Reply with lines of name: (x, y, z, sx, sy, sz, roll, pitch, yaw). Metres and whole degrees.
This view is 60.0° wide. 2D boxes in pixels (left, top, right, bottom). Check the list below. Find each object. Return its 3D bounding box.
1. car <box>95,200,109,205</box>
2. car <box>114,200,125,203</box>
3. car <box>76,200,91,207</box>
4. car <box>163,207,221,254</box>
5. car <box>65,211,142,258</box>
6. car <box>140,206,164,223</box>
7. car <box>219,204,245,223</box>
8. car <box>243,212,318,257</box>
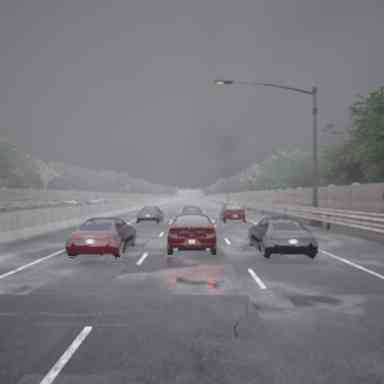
car: (-17.543, 2.337, 64.699, 1.994, 1.385, 4.181, 0, -1, 0)
car: (-14.048, 2.281, 64.813, 2.128, 1.511, 4.902, 0, -1, 0)
car: (-21.040, 2.332, 64.537, 1.994, 1.385, 4.181, 0, -1, 0)
car: (0.016, 1.625, 14.240, 1.882, 1.535, 5.008, 0, 0, 0)
car: (-3.495, 1.704, 13.502, 1.994, 1.385, 4.181, 0, -1, 1)
car: (-3.501, 1.878, 28.437, 1.994, 1.385, 4.181, 0, -1, 0)
car: (3.506, 1.802, 29.265, 1.882, 1.535, 5.008, 0, 0, 0)
car: (3.511, 1.704, 13.503, 1.994, 1.385, 4.181, 0, -1, 0)
